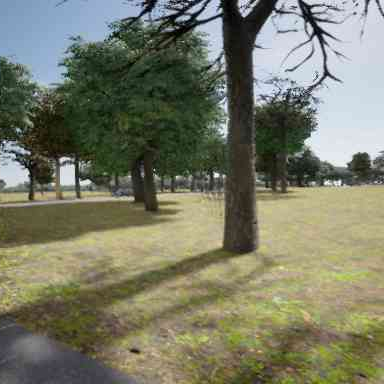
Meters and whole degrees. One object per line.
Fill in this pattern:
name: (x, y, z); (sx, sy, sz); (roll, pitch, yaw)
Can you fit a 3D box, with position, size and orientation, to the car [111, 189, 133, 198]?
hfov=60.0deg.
car: (-12.807, 0.222, 61.743); (2.128, 1.511, 4.902); (-1, 1, 38)
